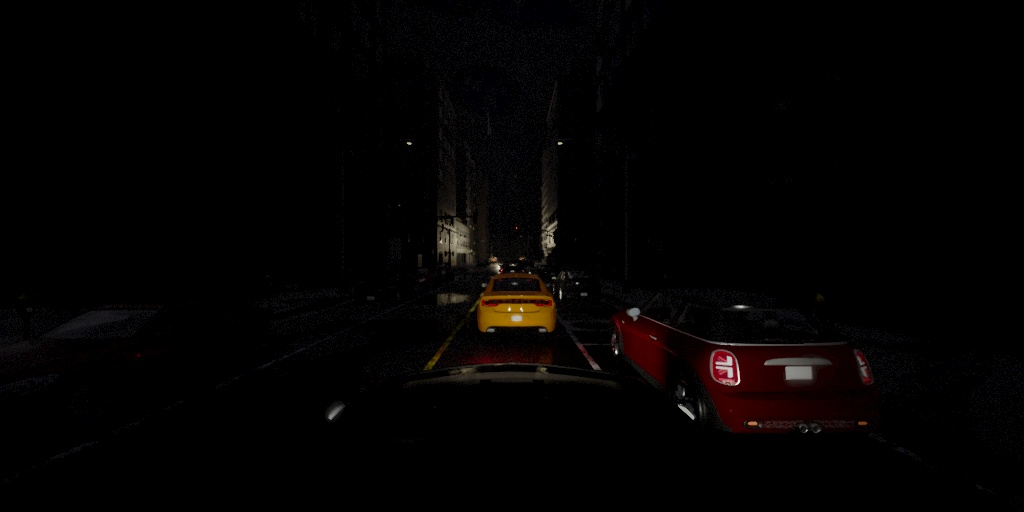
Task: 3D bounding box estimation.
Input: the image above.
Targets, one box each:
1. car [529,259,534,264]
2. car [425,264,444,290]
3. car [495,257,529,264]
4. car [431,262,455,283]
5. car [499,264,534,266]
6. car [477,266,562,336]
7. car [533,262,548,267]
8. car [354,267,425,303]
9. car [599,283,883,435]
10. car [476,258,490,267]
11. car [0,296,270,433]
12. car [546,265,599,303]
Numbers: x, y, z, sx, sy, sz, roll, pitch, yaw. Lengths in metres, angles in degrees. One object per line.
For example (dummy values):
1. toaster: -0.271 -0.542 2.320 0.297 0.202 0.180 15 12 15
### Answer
1. car: 3.000 1.224 64.604 1.967 1.591 4.097 0 0 0
2. car: -5.634 1.331 22.029 1.802 1.307 4.207 0 0 0
3. car: 0.075 1.102 28.118 2.097 1.767 4.553 0 0 1
4. car: -5.624 1.189 27.531 1.967 1.591 4.097 0 0 0
5. car: 0.131 1.313 19.386 1.994 1.385 4.181 0 0 0
6. car: 0.112 1.227 10.398 1.882 1.535 5.008 0 0 0
7. car: 2.901 1.315 27.515 1.948 1.339 4.313 0 0 0
8. car: -5.643 1.315 16.528 1.948 1.339 4.313 0 0 0
9. car: 2.863 1.189 5.510 1.967 1.591 4.097 0 0 0
10. car: -5.525 1.366 64.632 1.802 1.307 4.207 0 0 0
11. car: -5.662 1.331 5.525 1.802 1.307 4.207 0 0 0
12. car: 2.882 1.299 16.513 2.007 1.370 4.403 0 0 0
